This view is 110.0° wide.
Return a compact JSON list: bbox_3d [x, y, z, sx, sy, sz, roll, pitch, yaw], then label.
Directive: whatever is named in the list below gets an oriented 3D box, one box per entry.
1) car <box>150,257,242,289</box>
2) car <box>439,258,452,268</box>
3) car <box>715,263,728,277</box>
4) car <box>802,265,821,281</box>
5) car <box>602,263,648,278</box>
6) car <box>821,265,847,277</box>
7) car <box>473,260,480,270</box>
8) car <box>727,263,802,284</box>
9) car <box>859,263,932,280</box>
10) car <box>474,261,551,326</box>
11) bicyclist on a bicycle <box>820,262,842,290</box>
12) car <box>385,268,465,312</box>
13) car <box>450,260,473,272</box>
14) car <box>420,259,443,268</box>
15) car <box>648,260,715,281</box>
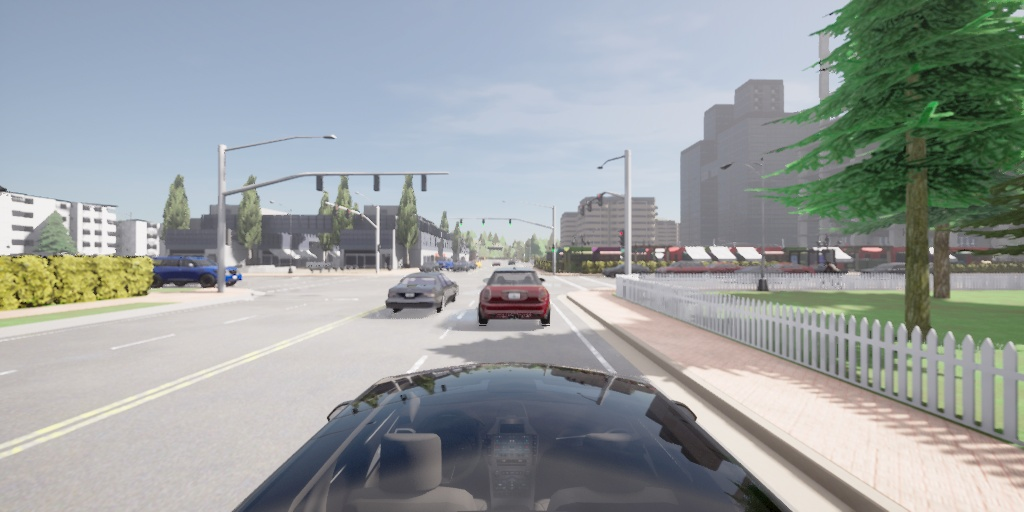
[{"bbox_3d":[-21.453,1.089,24.078,5.566,2.045,2.150,0,0,-2],"label":"car"},{"bbox_3d":[-10.580,1.257,56.080,2.150,2.045,5.566,0,0,0],"label":"car"},{"bbox_3d":[20.564,1.406,35.668,5.008,1.535,1.882,0,0,-1],"label":"car"},{"bbox_3d":[24.300,1.388,32.257,5.008,1.535,1.882,0,0,-1],"label":"car"},{"bbox_3d":[11.239,1.453,35.416,4.674,1.442,1.812,0,0,-1],"label":"car"},{"bbox_3d":[30.463,1.530,35.910,4.718,1.301,1.895,0,0,-1],"label":"car"},{"bbox_3d":[-7.069,1.603,60.035,2.033,1.411,5.357,0,0,0],"label":"car"},{"bbox_3d":[19.977,1.454,28.452,4.181,1.385,1.994,0,0,-1],"label":"car"},{"bbox_3d":[34.361,1.416,32.497,4.892,1.490,1.837,0,0,-1],"label":"car"},{"bbox_3d":[0.081,1.156,12.089,2.097,1.767,4.553,0,0,0],"label":"car"},{"bbox_3d":[18.796,1.154,21.136,0.582,1.620,1.656,0,0,-1],"label":"bicyclist on a bicycle"},{"bbox_3d":[-3.408,1.365,14.490,2.033,1.411,5.357,0,0,0],"label":"car"},{"bbox_3d":[-7.088,1.571,50.792,1.994,1.385,4.181,0,0,0],"label":"car"},{"bbox_3d":[-10.591,1.488,46.217,1.837,1.490,4.892,0,0,0],"label":"car"},{"bbox_3d":[15.086,1.261,32.029,4.553,1.767,2.097,0,0,-1],"label":"car"}]
